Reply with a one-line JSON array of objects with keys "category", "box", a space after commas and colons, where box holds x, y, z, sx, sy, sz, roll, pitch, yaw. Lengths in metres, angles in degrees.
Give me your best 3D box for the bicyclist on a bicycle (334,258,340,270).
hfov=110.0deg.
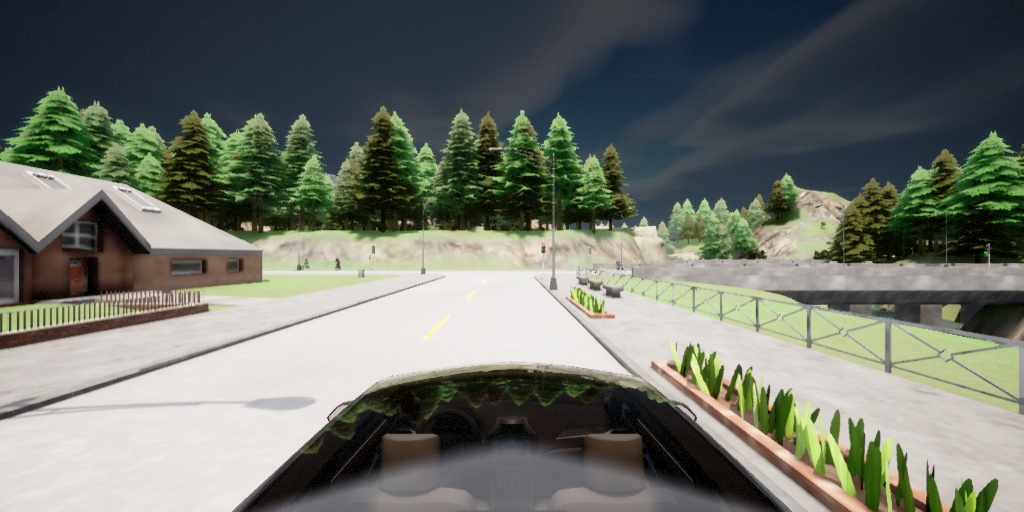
[{"category": "bicyclist on a bicycle", "box": [-23.939, 1.074, 49.202, 0.582, 1.620, 1.656, 0, 0, 0]}]
